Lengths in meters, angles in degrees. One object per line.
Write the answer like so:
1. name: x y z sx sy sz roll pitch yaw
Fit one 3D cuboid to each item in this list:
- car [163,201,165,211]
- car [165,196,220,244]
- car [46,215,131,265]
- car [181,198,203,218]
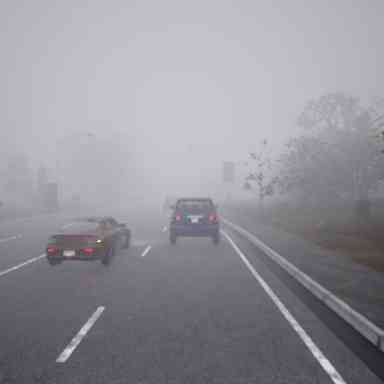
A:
1. car: -1.973 1.227 38.781 2.097 1.767 4.553 0 0 7
2. car: 0.104 1.214 16.012 2.150 2.045 5.566 0 0 0
3. car: -3.381 1.525 11.505 1.812 1.442 4.674 0 0 0
4. car: 0.065 1.402 31.077 1.882 1.535 5.008 0 1 1
